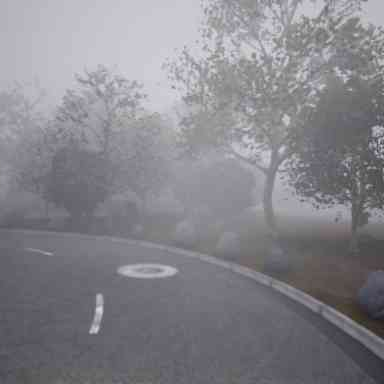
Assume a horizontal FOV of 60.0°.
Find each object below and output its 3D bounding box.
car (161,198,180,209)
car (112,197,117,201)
[{"bbox_3d":[-3.836,1.921,58.788,2.097,1.767,4.553,3,0,-29],"label":"car"},{"bbox_3d":[-17.859,1.343,70.964,4.674,1.442,1.812,3,-1,38],"label":"car"}]
